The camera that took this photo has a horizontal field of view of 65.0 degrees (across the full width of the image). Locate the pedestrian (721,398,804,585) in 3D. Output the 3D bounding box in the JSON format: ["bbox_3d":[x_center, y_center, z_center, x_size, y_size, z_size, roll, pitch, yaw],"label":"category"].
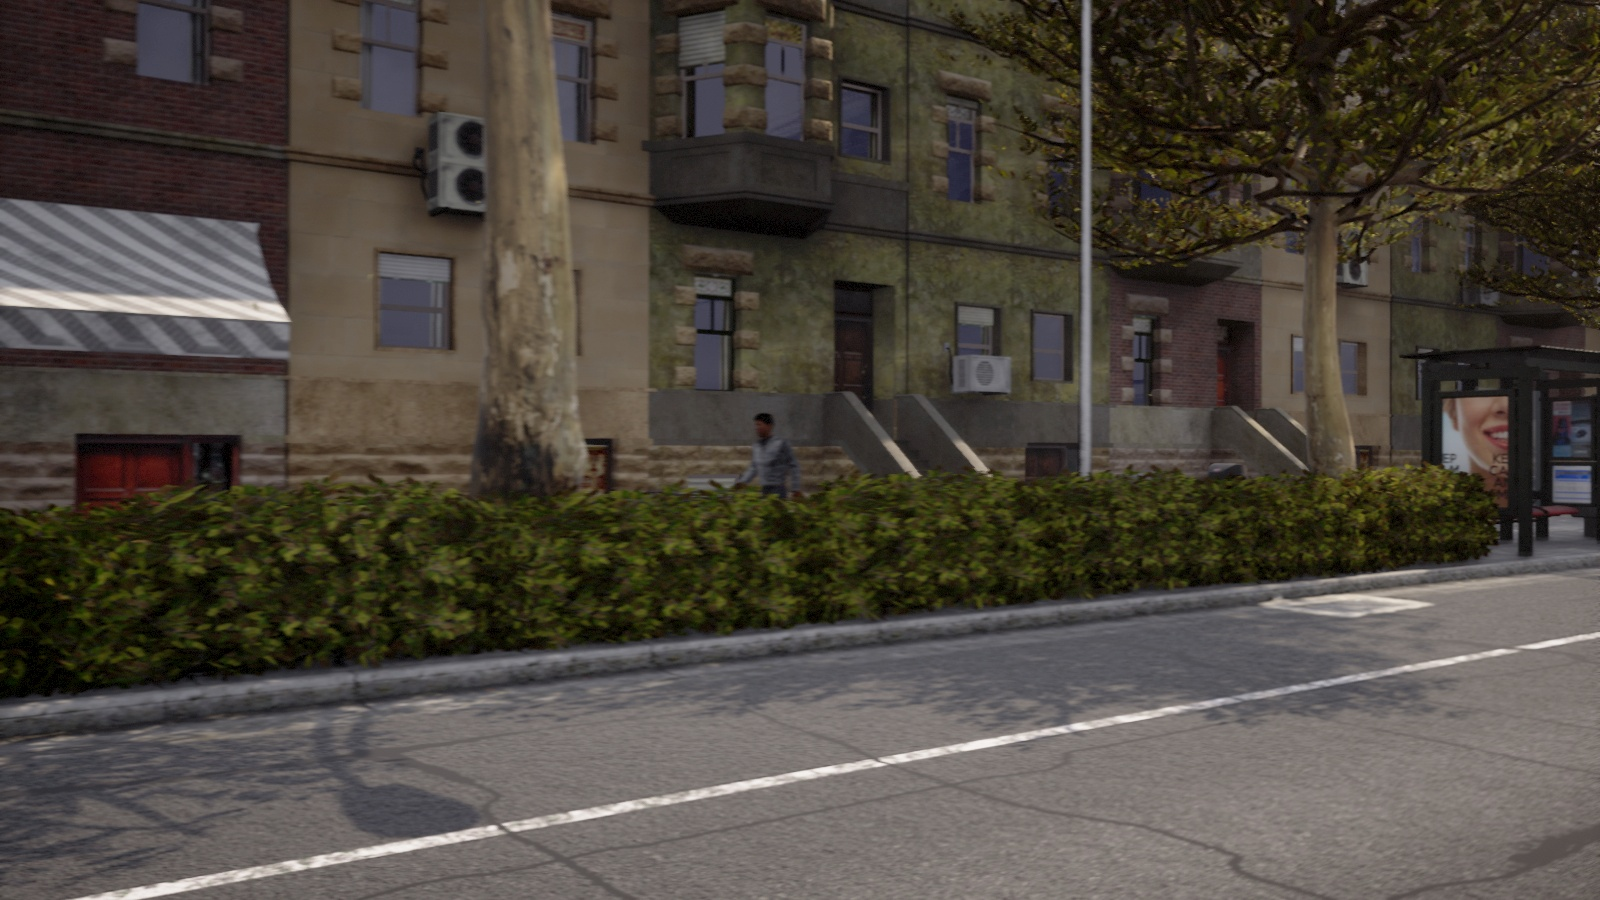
[{"bbox_3d":[-0.405,0.436,13.506,0.788,1.949,0.423,0,0,-34],"label":"pedestrian"}]
